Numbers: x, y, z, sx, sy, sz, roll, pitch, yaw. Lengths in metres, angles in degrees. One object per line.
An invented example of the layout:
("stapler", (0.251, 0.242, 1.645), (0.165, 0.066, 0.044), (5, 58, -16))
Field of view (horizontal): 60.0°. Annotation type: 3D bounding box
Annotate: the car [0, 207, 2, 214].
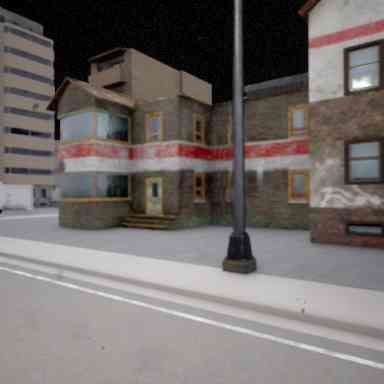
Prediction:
("car", (-19.816, 1.676, 30.005), (2.038, 1.542, 4.974), (0, 0, 15))
